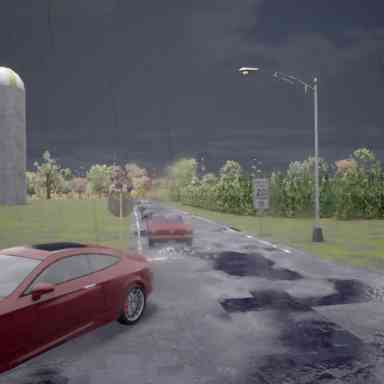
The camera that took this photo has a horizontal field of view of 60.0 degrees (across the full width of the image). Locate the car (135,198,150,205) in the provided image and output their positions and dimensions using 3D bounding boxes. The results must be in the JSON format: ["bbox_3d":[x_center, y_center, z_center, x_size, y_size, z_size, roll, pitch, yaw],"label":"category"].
[{"bbox_3d":[-6.027,1.688,43.246,2.128,1.511,4.902,-1,0,-11],"label":"car"}]

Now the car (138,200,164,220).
[{"bbox_3d":[-3.456,1.699,29.227,1.994,1.385,4.181,-1,0,-10],"label":"car"}]

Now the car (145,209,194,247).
[{"bbox_3d":[-1.102,1.677,15.433,1.895,1.301,4.718,-1,0,-8],"label":"car"}]

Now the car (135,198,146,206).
[{"bbox_3d":[-10.211,1.865,65.193,1.994,1.385,4.181,-1,0,-11],"label":"car"}]

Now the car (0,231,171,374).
[{"bbox_3d":[-2.392,1.557,5.059,1.812,1.442,4.674,0,-1,29],"label":"car"}]
